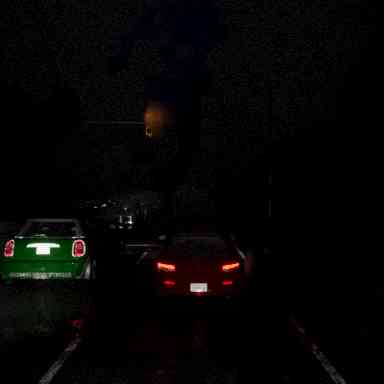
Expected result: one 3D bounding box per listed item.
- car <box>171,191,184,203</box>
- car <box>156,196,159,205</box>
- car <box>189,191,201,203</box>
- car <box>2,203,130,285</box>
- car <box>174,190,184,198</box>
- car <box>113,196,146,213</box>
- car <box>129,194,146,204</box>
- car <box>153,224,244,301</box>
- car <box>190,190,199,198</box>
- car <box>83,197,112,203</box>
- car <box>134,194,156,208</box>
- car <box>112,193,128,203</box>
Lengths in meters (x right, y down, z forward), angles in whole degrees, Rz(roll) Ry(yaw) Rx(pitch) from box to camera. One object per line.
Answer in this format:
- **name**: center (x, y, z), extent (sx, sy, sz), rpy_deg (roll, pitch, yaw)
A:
- **car**: center (-2.939, 1.154, 63.104), extent (1.882, 1.535, 5.008), rpy_deg (0, 3, 0)
- **car**: center (-6.679, 1.426, 56.541), extent (1.837, 1.490, 4.892), rpy_deg (0, 3, 1)
- **car**: center (0.561, 1.029, 63.155), extent (2.097, 1.767, 4.553), rpy_deg (0, 3, 0)
- **car**: center (-3.360, 1.352, 9.659), extent (2.097, 1.767, 4.553), rpy_deg (0, 0, 0)
- **car**: center (-2.927, 0.510, 76.557), extent (2.128, 1.511, 4.902), rpy_deg (0, 3, 0)
- **car**: center (-6.841, 1.491, 37.000), extent (2.128, 1.511, 4.902), rpy_deg (0, 0, 2)
- **car**: center (-10.107, 1.226, 61.951), extent (2.128, 1.511, 4.902), rpy_deg (0, 3, 1)
- **car**: center (0.132, 1.526, 8.192), extent (1.812, 1.442, 4.674), rpy_deg (0, 0, 0)
- **car**: center (0.575, 0.473, 76.766), extent (1.837, 1.490, 4.892), rpy_deg (0, 3, 0)
- **car**: center (-10.367, 1.477, 35.427), extent (1.882, 1.535, 5.008), rpy_deg (0, 0, 1)
- **car**: center (-6.763, 1.491, 47.116), extent (2.128, 1.511, 4.902), rpy_deg (0, 0, 1)
- **car**: center (-10.266, 1.222, 46.902), extent (2.150, 2.045, 5.566), rpy_deg (0, 0, 1)
